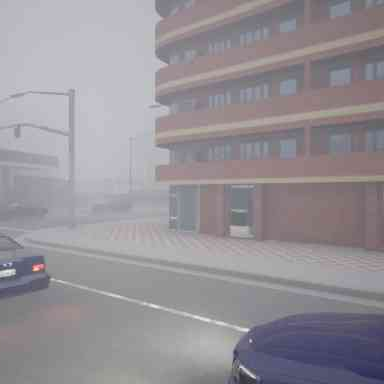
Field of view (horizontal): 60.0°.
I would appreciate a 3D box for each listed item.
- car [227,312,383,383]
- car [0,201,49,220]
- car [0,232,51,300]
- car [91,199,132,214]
[{"bbox_3d":[2.476,1.526,2.225,4.674,1.442,1.812,0,0,35],"label":"car"},{"bbox_3d":[-14.478,1.526,28.007,1.812,1.442,4.674,0,0,34],"label":"car"},{"bbox_3d":[-5.380,1.547,7.717,5.357,1.411,2.033,0,0,38],"label":"car"},{"bbox_3d":[-8.734,1.478,36.472,1.882,1.535,5.008,0,0,34],"label":"car"}]
